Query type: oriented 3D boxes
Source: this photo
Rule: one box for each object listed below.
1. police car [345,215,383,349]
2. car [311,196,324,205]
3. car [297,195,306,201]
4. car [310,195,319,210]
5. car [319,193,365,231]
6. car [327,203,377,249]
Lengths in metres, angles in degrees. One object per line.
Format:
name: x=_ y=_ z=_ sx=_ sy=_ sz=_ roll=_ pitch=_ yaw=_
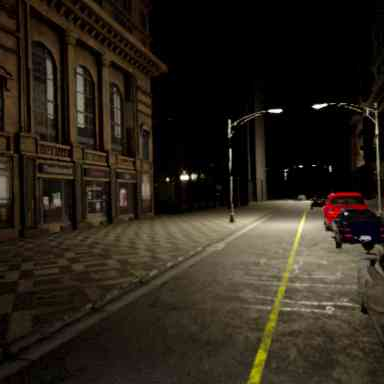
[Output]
police car: x=3.392 y=1.349 z=4.340 sx=1.930 sy=1.638 sz=5.238 roll=-2 pitch=0 yaw=20
car: x=20.685 y=1.411 z=54.942 sx=1.895 sy=1.301 sz=4.718 roll=-2 pitch=-1 yaw=20
car: x=25.290 y=1.429 z=76.559 sx=2.033 sy=1.411 sz=5.357 roll=-2 pitch=-1 yaw=20
car: x=15.616 y=1.188 z=40.794 sx=2.097 sy=1.767 sz=4.553 roll=-2 pitch=-1 yaw=20
car: x=8.785 y=1.092 z=19.319 sx=2.150 sy=2.045 sz=5.566 roll=-2 pitch=0 yaw=20
car: x=6.749 y=1.412 z=13.643 sx=1.812 sy=1.442 sz=4.674 roll=-2 pitch=0 yaw=20
